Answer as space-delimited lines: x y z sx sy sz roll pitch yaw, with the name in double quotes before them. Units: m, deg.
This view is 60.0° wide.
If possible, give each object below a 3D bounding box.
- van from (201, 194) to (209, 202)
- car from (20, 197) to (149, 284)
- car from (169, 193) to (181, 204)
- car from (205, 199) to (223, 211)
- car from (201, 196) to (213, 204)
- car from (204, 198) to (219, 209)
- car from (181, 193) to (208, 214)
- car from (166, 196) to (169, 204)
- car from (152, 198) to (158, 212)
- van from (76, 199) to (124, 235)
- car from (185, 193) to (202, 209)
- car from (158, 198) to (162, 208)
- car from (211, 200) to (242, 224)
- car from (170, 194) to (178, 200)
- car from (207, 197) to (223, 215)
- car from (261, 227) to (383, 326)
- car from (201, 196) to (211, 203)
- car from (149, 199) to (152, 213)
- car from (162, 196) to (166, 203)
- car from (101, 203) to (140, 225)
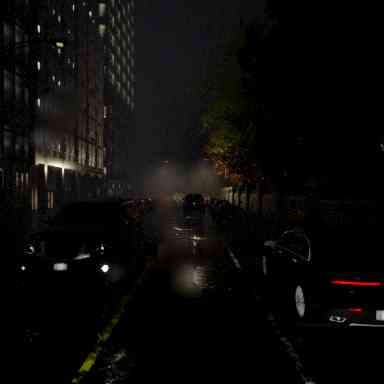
"van" 2.850 1.318 74.818 1.690 1.788 3.998 0 0 0
"car" -2.831 1.224 9.930 2.150 2.045 5.566 0 1 0
"car" -2.551 1.208 61.821 2.150 2.045 5.566 0 0 1
"car" 2.723 1.560 41.546 1.947 1.339 4.313 0 0 0
"car" 2.808 1.535 63.727 2.008 1.369 4.403 0 0 0
"car" 2.745 1.537 47.092 1.887 1.381 4.507 0 0 0
"car" 0.216 1.215 35.111 2.150 2.045 5.566 0 0 0
"car" -5.073 1.528 63.760 1.887 1.381 4.507 0 0 0
"car" -5.178 1.436 36.036 1.967 1.590 4.097 0 0 0
"van" -5.241 1.340 19.401 1.690 1.788 3.998 0 0 0
"car" 0.218 1.214 45.853 2.150 2.045 5.566 0 0 1
"car" -5.158 1.519 41.410 1.752 1.417 4.829 0 0 0
"car" 2.660 1.543 24.911 1.887 1.381 4.507 0 0 0
"car" -4.968 1.403 91.485 1.967 1.590 4.097 0 0 0
"car" 2.681 1.438 30.456 1.967 1.590 4.097 0 0 0
"car" 2.777 1.505 7.152 1.837 1.490 4.892 0 0 0
"car" 2.828 1.525 69.273 1.887 1.381 4.507 0 0 0
"car" -5.199 1.437 30.491 1.967 1.590 4.097 0 0 0
"car" -5.136 1.574 47.125 1.802 1.307 4.206 0 0 0
"car" -5.220 1.549 24.946 2.008 1.369 4.403 0 0 0
